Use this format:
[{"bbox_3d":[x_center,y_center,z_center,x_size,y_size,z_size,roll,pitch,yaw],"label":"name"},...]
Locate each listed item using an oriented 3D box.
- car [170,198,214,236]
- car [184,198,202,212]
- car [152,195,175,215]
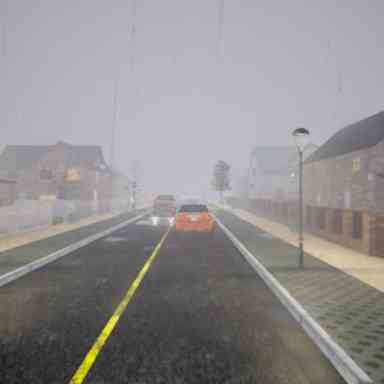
[{"bbox_3d":[0.099,1.371,18.772,2.097,1.767,4.553,0,0,0],"label":"car"},{"bbox_3d":[0.100,1.562,40.478,2.128,1.511,4.902,0,0,0],"label":"car"},{"bbox_3d":[-2.762,1.281,34.584,2.150,2.045,5.566,0,-1,0],"label":"car"}]
